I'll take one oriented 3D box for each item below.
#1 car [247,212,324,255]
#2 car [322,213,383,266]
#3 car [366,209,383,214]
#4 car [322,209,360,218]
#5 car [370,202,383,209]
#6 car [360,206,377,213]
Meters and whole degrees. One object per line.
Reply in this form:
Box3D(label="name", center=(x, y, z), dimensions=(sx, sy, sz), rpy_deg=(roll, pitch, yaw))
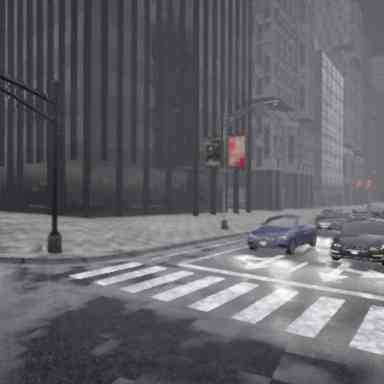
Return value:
Box3D(label="car", center=(4.170, 1.783, 14.853), dimensions=(1.812, 1.442, 4.674), rpy_deg=(0, -1, 37))
Box3D(label="car", center=(6.746, 1.778, 12.849), dimensions=(1.837, 1.490, 4.892), rpy_deg=(0, -1, 36))
Box3D(label="car", center=(12.507, 2.024, 20.969), dimensions=(1.994, 1.385, 4.181), rpy_deg=(0, -1, 35))
Box3D(label="car", center=(9.517, 1.922, 22.353), dimensions=(2.128, 1.511, 4.902), rpy_deg=(0, -1, 36))
Box3D(label="car", center=(21.331, 2.298, 38.883), dimensions=(1.882, 1.535, 5.008), rpy_deg=(0, -1, 36))
Box3D(label="car", center=(15.350, 2.224, 30.552), dimensions=(1.895, 1.301, 4.718), rpy_deg=(0, -1, 36))
